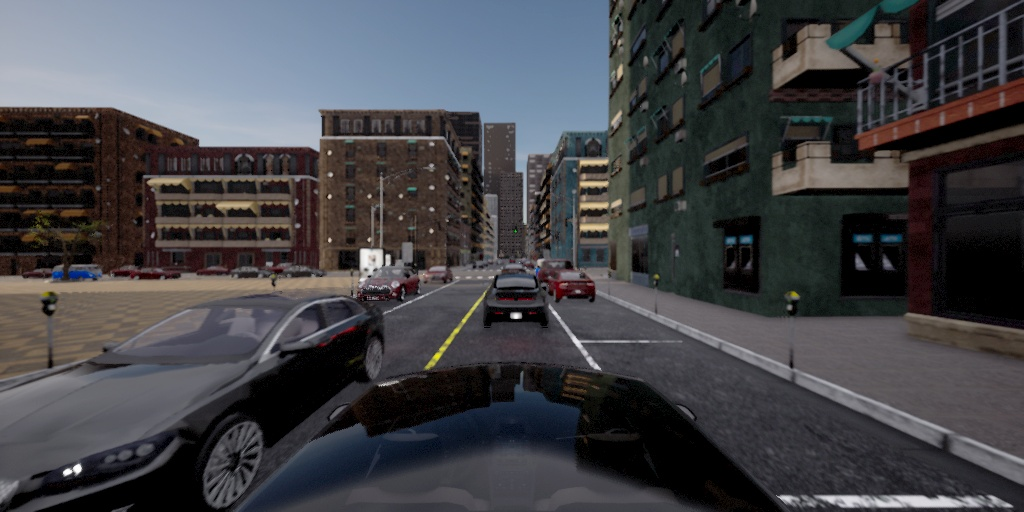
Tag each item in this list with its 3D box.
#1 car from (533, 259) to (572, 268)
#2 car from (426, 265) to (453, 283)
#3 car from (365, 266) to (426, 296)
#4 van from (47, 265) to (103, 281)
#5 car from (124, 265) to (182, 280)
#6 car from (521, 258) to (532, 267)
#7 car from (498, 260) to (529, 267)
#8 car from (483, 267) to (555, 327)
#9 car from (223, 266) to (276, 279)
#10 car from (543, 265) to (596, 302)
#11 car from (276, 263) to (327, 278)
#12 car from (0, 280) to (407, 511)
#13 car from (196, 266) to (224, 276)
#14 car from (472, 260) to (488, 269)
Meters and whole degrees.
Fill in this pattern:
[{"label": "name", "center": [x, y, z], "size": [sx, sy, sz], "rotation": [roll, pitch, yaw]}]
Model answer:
[{"label": "car", "center": [2.714, 1.105, 22.434], "size": [2.192, 1.841, 5.009], "rotation": [0, 0, 0]}, {"label": "car", "center": [-5.660, 1.383, 27.973], "size": [1.802, 1.307, 4.207], "rotation": [0, 0, 0]}, {"label": "car", "center": [-5.673, 1.218, 16.918], "size": [1.967, 1.591, 4.097], "rotation": [0, 0, 0]}, {"label": "van", "center": [-46.807, 1.857, 38.717], "size": [3.998, 1.789, 1.690], "rotation": [0, 0, 0]}, {"label": "car", "center": [-38.347, 1.938, 38.712], "size": [4.507, 1.381, 1.888], "rotation": [0, 0, 0]}, {"label": "car", "center": [2.761, 1.457, 60.356], "size": [1.802, 1.307, 4.207], "rotation": [0, 0, 0]}, {"label": "car", "center": [0.133, 1.280, 28.283], "size": [1.882, 1.535, 5.008], "rotation": [0, 0, 0]}, {"label": "car", "center": [0.110, 1.274, 11.609], "size": [1.837, 1.490, 4.892], "rotation": [0, 0, 0]}, {"label": "car", "center": [-27.917, 1.792, 38.728], "size": [4.403, 1.370, 2.007], "rotation": [0, 0, 0]}, {"label": "car", "center": [2.708, 1.324, 16.906], "size": [1.888, 1.381, 4.507], "rotation": [0, 0, 0]}, {"label": "car", "center": [-22.348, 1.711, 38.762], "size": [4.403, 1.370, 2.007], "rotation": [0, 0, 0]}, {"label": "car", "center": [-3.098, 1.246, 4.338], "size": [2.128, 1.511, 4.902], "rotation": [0, 0, 0]}, {"label": "car", "center": [-39.108, 1.939, 47.251], "size": [4.207, 1.307, 1.802], "rotation": [0, 0, 0]}, {"label": "car", "center": [-5.620, 1.441, 60.378], "size": [1.948, 1.339, 4.313], "rotation": [0, 0, 0]}]
